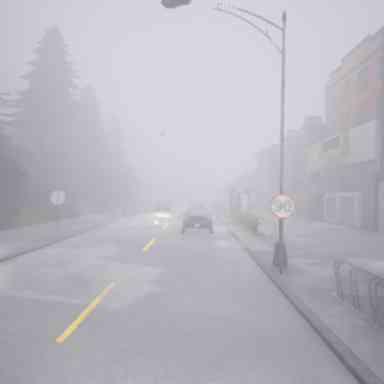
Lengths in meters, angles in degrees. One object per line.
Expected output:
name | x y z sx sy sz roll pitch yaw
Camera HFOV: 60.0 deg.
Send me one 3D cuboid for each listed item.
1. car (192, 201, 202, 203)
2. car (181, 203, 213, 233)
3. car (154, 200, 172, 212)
car | 0.574 1.834 39.806 2.033 1.411 5.357 1 0 1
car | 0.327 1.675 20.713 1.812 1.442 4.674 1 0 1
car | -3.575 1.711 41.784 2.128 1.511 4.902 1 0 1
